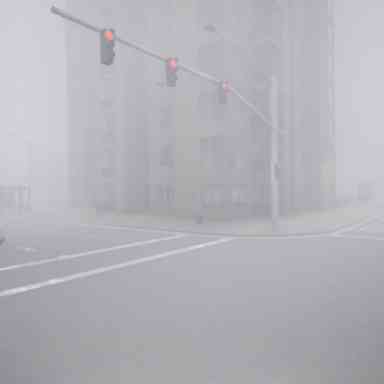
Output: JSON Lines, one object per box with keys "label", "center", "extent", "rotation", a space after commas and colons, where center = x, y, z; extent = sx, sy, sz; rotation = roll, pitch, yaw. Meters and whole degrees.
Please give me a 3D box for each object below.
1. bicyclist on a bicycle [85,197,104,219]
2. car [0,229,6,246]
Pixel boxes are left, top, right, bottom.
{"label": "bicyclist on a bicycle", "center": [-7.409, 1.202, 25.304], "extent": [0.582, 1.620, 1.656], "rotation": [0, 1, 38]}
{"label": "car", "center": [-9.219, 1.630, 12.990], "extent": [4.718, 1.301, 1.895], "rotation": [0, 1, 39]}
